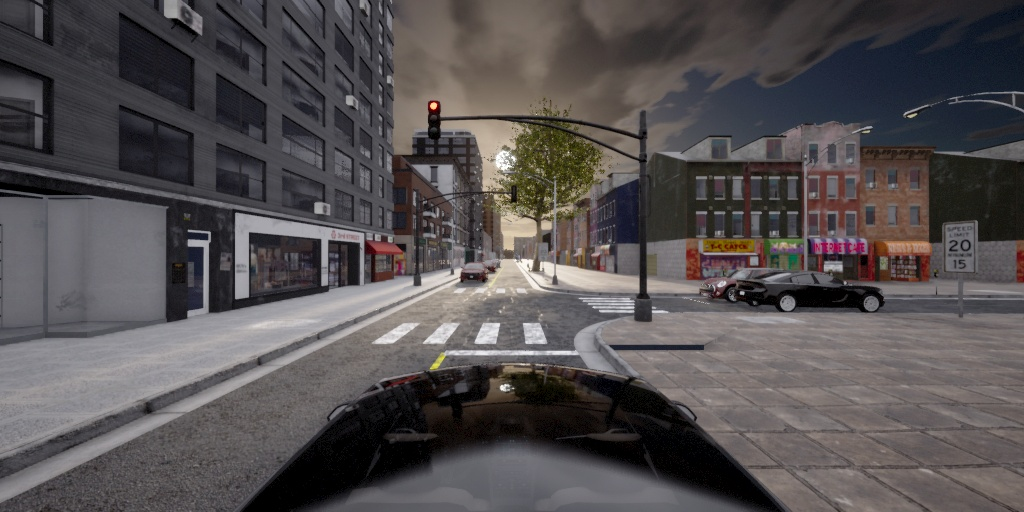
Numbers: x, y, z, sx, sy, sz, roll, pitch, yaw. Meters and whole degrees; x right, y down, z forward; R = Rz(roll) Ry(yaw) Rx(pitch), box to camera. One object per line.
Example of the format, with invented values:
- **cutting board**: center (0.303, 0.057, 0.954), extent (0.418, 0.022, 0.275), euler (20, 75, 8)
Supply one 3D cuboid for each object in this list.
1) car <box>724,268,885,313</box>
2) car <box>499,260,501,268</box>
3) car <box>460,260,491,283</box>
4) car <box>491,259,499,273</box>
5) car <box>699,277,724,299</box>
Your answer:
- **car**: center (11.366, 1.296, 13.859), extent (5.008, 1.535, 1.882), euler (0, 0, 0)
- **car**: center (-2.934, 1.289, 62.877), extent (2.128, 1.511, 4.902), euler (0, 0, 0)
- **car**: center (-2.924, 1.230, 28.353), extent (1.882, 1.535, 5.008), euler (0, 0, 0)
- **car**: center (-2.972, 1.236, 43.545), extent (1.882, 1.535, 5.008), euler (0, 0, 0)
- **car**: center (10.878, 1.262, 16.492), extent (4.097, 1.591, 1.967), euler (0, 0, 0)
